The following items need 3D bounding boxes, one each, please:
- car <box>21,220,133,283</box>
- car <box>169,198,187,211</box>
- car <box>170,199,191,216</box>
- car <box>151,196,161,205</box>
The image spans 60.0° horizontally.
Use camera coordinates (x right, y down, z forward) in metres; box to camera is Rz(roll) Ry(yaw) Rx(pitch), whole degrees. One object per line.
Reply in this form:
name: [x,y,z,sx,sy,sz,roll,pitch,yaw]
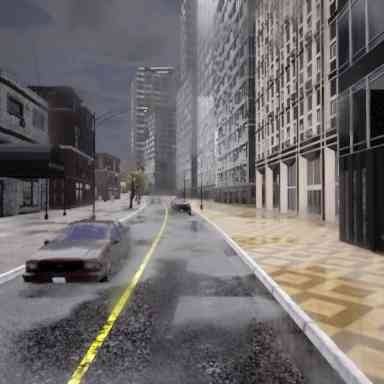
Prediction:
car: [-2.982,1.561,9.992,2.033,1.411,5.357,0,0,-1]
car: [-1.910,1.587,43.847,2.033,1.411,5.357,0,0,-5]
car: [-1.095,1.526,33.409,2.128,1.511,4.902,0,0,-4]
car: [-6.549,1.531,60.491,2.128,1.511,4.902,0,0,-6]
